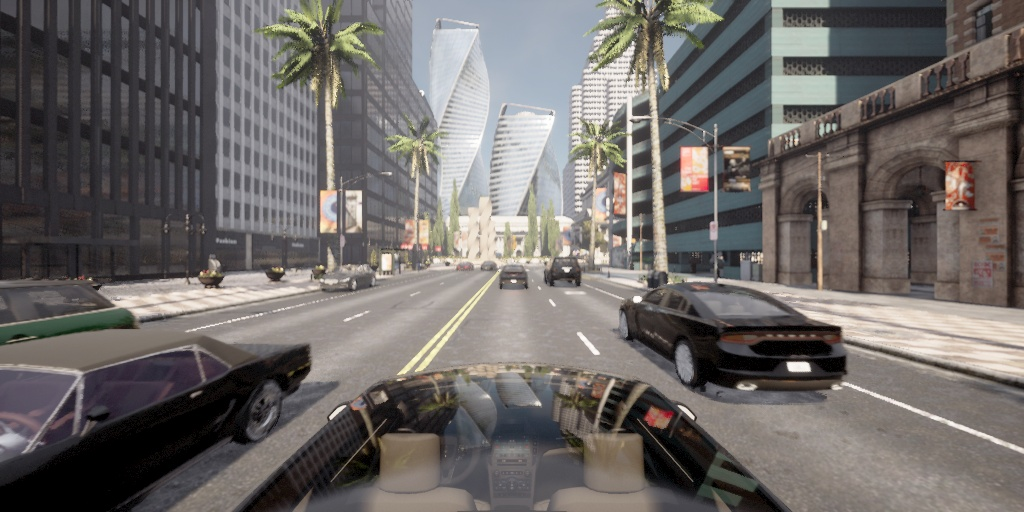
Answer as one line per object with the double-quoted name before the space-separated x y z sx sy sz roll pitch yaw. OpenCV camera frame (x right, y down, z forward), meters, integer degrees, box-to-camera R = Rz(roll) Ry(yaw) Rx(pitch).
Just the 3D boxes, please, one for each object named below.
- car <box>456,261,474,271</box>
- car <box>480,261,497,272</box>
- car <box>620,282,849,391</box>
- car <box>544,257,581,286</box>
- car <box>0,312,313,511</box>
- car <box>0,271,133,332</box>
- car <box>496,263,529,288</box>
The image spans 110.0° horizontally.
"car" -6.742 1.483 51.853 1.994 1.385 4.181 0 0 5
"car" -3.301 1.393 50.908 1.882 1.535 5.008 0 -1 5
"car" 3.601 1.245 6.978 1.882 1.535 5.008 0 0 0
"car" 3.604 1.056 26.174 2.150 2.045 5.566 0 0 0
"car" -3.600 1.353 2.562 1.895 1.301 4.718 0 0 0
"car" -7.101 1.109 3.936 2.097 1.767 4.553 0 0 0
"car" 0.104 1.332 24.723 1.837 1.490 4.892 0 0 0
